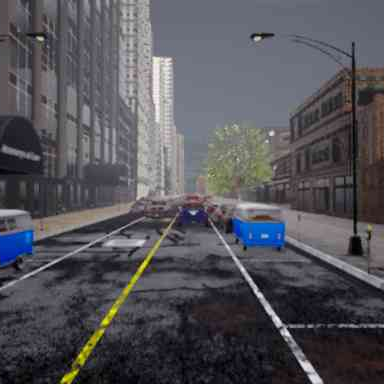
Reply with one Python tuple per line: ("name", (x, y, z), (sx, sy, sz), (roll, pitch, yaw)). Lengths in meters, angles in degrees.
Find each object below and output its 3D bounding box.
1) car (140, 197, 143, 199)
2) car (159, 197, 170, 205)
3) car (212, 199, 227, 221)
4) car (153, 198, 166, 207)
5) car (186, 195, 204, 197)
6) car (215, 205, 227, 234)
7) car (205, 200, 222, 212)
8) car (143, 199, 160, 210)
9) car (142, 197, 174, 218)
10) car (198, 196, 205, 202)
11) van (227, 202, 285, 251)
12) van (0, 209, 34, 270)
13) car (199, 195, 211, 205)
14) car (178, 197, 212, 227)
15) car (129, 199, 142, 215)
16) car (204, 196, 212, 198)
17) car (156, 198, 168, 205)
("car", (-5.707, 1.501, 41.862), (2.192, 1.841, 5.009), (1, 0, 0))
("car", (-5.730, 1.812, 69.421), (1.752, 1.417, 4.829), (1, 0, 0))
("car", (2.683, 1.557, 25.230), (1.967, 1.590, 4.097), (1, 0, 0))
("car", (-5.722, 1.773, 58.328), (1.752, 1.417, 4.829), (1, 0, 0))
("car", (0.066, 1.418, 44.944), (2.150, 2.045, 5.566), (0, 0, 0))
("car", (2.686, 1.659, 19.684), (1.947, 1.339, 4.313), (1, 0, 0))
("car", (2.670, 1.768, 41.869), (1.802, 1.307, 4.206), (1, 0, 0))
("car", (-5.714, 1.732, 47.237), (1.752, 1.417, 4.829), (1, 0, 0))
("car", (-3.097, 1.495, 31.506), (2.097, 1.767, 4.553), (0, 0, 0))
("car", (2.634, 1.922, 91.783), (1.947, 1.339, 4.313), (1, 0, 0))
("van", (2.693, 1.409, 14.139), (1.690, 1.788, 3.998), (1, 0, 0))
("van", (-5.683, 1.383, 8.586), (1.690, 1.788, 3.998), (1, 0, 0))
("car", (2.654, 1.602, 69.601), (2.192, 1.841, 5.009), (1, 0, 0))
("car", (0.081, 1.464, 24.167), (2.097, 1.767, 4.553), (0, 0, 0))
("car", (-5.707, 1.745, 36.315), (1.802, 1.307, 4.206), (1, 0, 0))
("car", (2.666, 1.733, 47.585), (1.752, 1.417, 4.829), (1, 0, 0))
("car", (-5.727, 1.834, 64.046), (1.947, 1.339, 4.313), (1, 0, 0))
